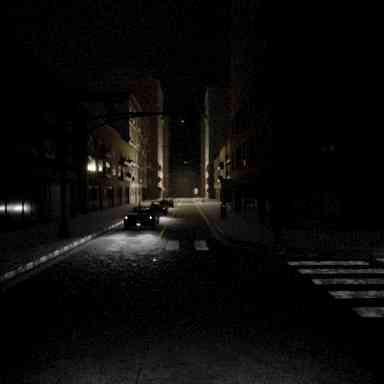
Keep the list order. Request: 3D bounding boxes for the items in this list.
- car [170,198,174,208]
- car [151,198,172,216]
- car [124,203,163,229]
[{"bbox_3d":[-3.509,1.540,46.170,1.994,1.385,4.181,0,0,0],"label":"car"},{"bbox_3d":[-3.344,1.590,32.862,1.895,1.301,4.718,0,0,-1],"label":"car"},{"bbox_3d":[-3.180,1.596,21.741,1.895,1.301,4.718,0,0,-1],"label":"car"}]
